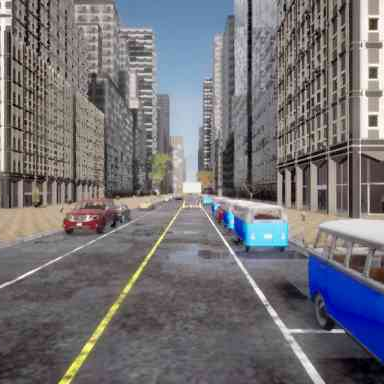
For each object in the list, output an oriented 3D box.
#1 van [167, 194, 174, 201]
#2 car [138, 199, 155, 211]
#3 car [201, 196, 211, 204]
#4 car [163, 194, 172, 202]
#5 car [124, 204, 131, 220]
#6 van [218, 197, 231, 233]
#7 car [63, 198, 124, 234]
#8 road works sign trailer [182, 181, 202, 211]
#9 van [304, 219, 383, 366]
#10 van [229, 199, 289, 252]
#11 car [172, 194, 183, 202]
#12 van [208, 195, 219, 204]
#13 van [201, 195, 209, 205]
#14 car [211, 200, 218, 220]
[{"bbox_3d":[-5.692,1.363,87.317,1.690,1.788,3.998,0,0,0],"label":"van"},{"bbox_3d":[-5.691,1.530,41.803,1.752,1.417,4.829,0,0,0],"label":"car"},{"bbox_3d":[2.689,1.538,64.813,1.752,1.417,4.829,0,0,0],"label":"car"},{"bbox_3d":[-5.691,1.543,75.810,1.752,1.417,4.829,0,0,0],"label":"car"},{"bbox_3d":[-5.691,1.552,24.970,2.008,1.369,4.403,0,0,0],"label":"car"},{"bbox_3d":[2.689,1.342,19.301,1.690,1.788,3.998,0,0,0],"label":"van"},{"bbox_3d":[-5.691,1.316,19.301,2.192,1.841,5.009,0,0,0],"label":"car"},{"bbox_3d":[0.000,0.469,41.709,2.380,3.560,2.880,0,0,0],"label":"road works sign trailer"},{"bbox_3d":[2.819,1.341,4.309,1.690,1.788,3.998,0,0,0],"label":"van"},{"bbox_3d":[2.694,1.341,13.634,1.690,1.788,3.998,0,0,0],"label":"van"},{"bbox_3d":[-3.000,1.507,75.882,1.895,1.301,4.718,0,0,0],"label":"car"},{"bbox_3d":[2.689,1.344,30.636,1.690,1.788,3.998,0,0,0],"label":"van"},{"bbox_3d":[2.688,1.352,58.975,1.690,1.788,3.998,0,0,0],"label":"van"},{"bbox_3d":[2.690,1.546,24.968,1.887,1.381,4.507,0,0,0],"label":"car"}]
